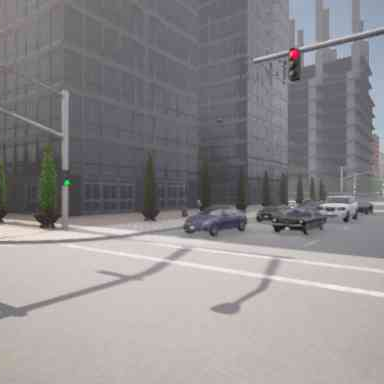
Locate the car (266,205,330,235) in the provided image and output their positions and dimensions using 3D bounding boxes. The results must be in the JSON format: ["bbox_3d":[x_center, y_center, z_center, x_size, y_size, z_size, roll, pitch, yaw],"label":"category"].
[{"bbox_3d":[6.295,1.633,19.363,1.895,1.301,4.718,0,0,36],"label":"car"}]

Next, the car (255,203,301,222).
[{"bbox_3d":[6.507,1.606,25.641,1.994,1.385,4.181,0,0,36],"label":"car"}]

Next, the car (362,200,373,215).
[{"bbox_3d":[18.111,1.578,35.727,1.882,1.535,5.008,0,0,36],"label":"car"}]

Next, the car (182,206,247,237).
[{"bbox_3d":[1.425,1.538,18.607,1.812,1.442,4.674,0,0,38],"label":"car"}]

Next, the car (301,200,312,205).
[{"bbox_3d":[11.650,1.563,32.766,2.128,1.511,4.902,0,0,36],"label":"car"}]

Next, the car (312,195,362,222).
[{"bbox_3d":[12.007,1.286,27.277,2.150,2.045,5.566,0,0,36],"label":"car"}]
